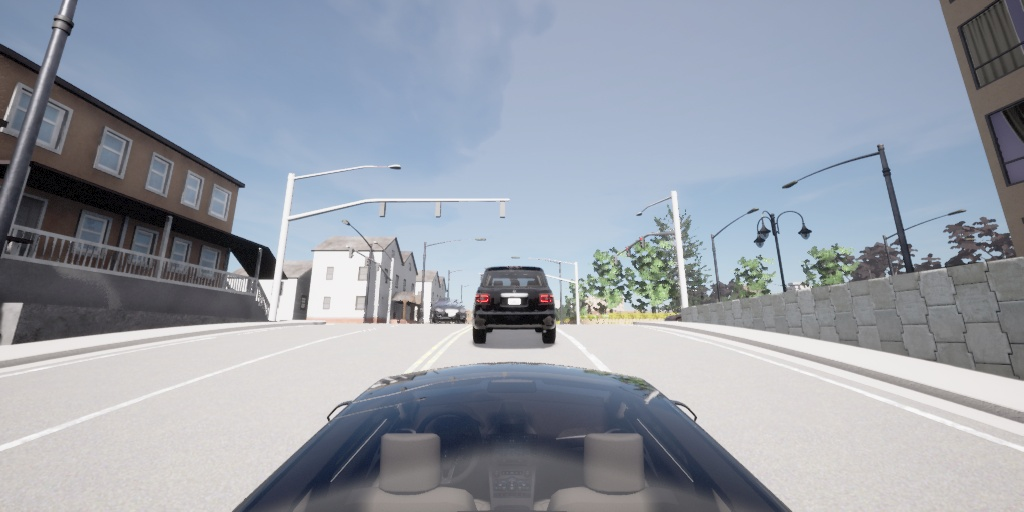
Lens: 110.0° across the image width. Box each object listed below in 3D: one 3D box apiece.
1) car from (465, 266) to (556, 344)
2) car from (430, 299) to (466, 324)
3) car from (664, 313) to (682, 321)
[{"bbox_3d":[0.062,1.498,11.173,2.150,2.045,5.566,0,-7,0],"label":"car"},{"bbox_3d":[-3.849,3.327,21.452,2.128,1.511,4.902,4,-12,-15],"label":"car"},{"bbox_3d":[15.862,5.441,31.719,4.553,1.767,2.097,0,-12,1],"label":"car"}]
